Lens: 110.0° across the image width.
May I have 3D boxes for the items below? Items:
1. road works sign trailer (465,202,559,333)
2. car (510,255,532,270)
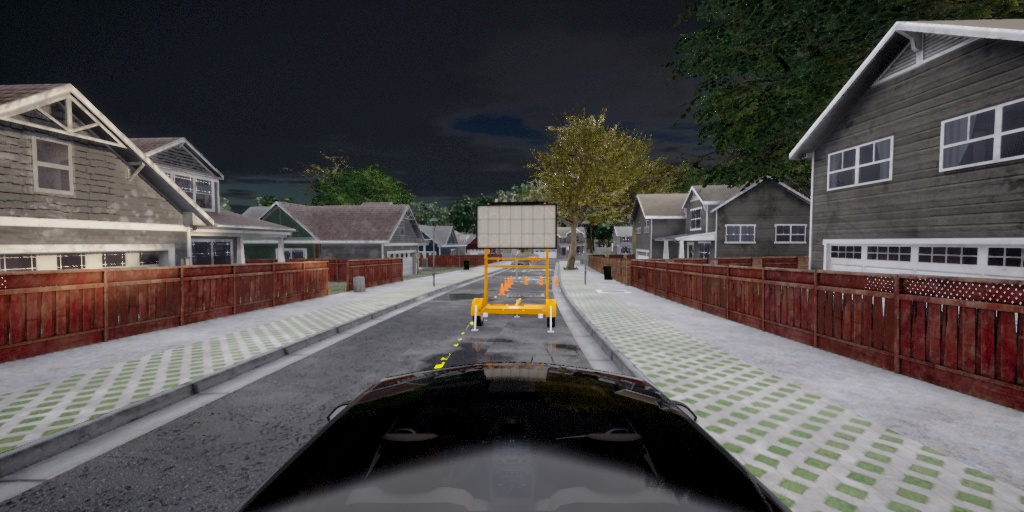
[{"bbox_3d":[0.144,0.191,10.788,2.380,3.560,2.880,0,0,5],"label":"road works sign trailer"},{"bbox_3d":[0.993,0.932,43.985,1.994,1.385,4.181,0,1,7],"label":"car"}]
